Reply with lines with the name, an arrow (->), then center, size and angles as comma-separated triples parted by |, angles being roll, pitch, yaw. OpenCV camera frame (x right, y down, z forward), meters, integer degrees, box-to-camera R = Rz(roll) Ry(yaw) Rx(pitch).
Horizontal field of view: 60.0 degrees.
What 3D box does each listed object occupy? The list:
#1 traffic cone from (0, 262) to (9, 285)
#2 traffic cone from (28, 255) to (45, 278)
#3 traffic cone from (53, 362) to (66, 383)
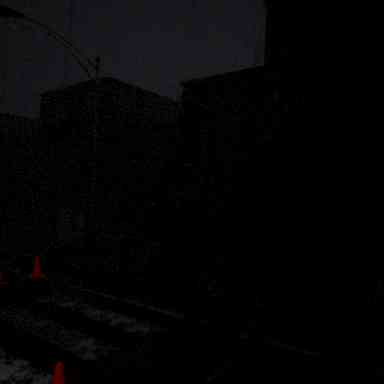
traffic cone -> -4.933, 2.058, 8.503 | 0.340, 0.580, 0.340 | -1, -1, 37
traffic cone -> -4.334, 2.071, 9.303 | 0.340, 0.580, 0.340 | -1, -1, 37
traffic cone -> -1.321, 1.992, 3.310 | 0.340, 0.580, 0.340 | 0, -1, 37
